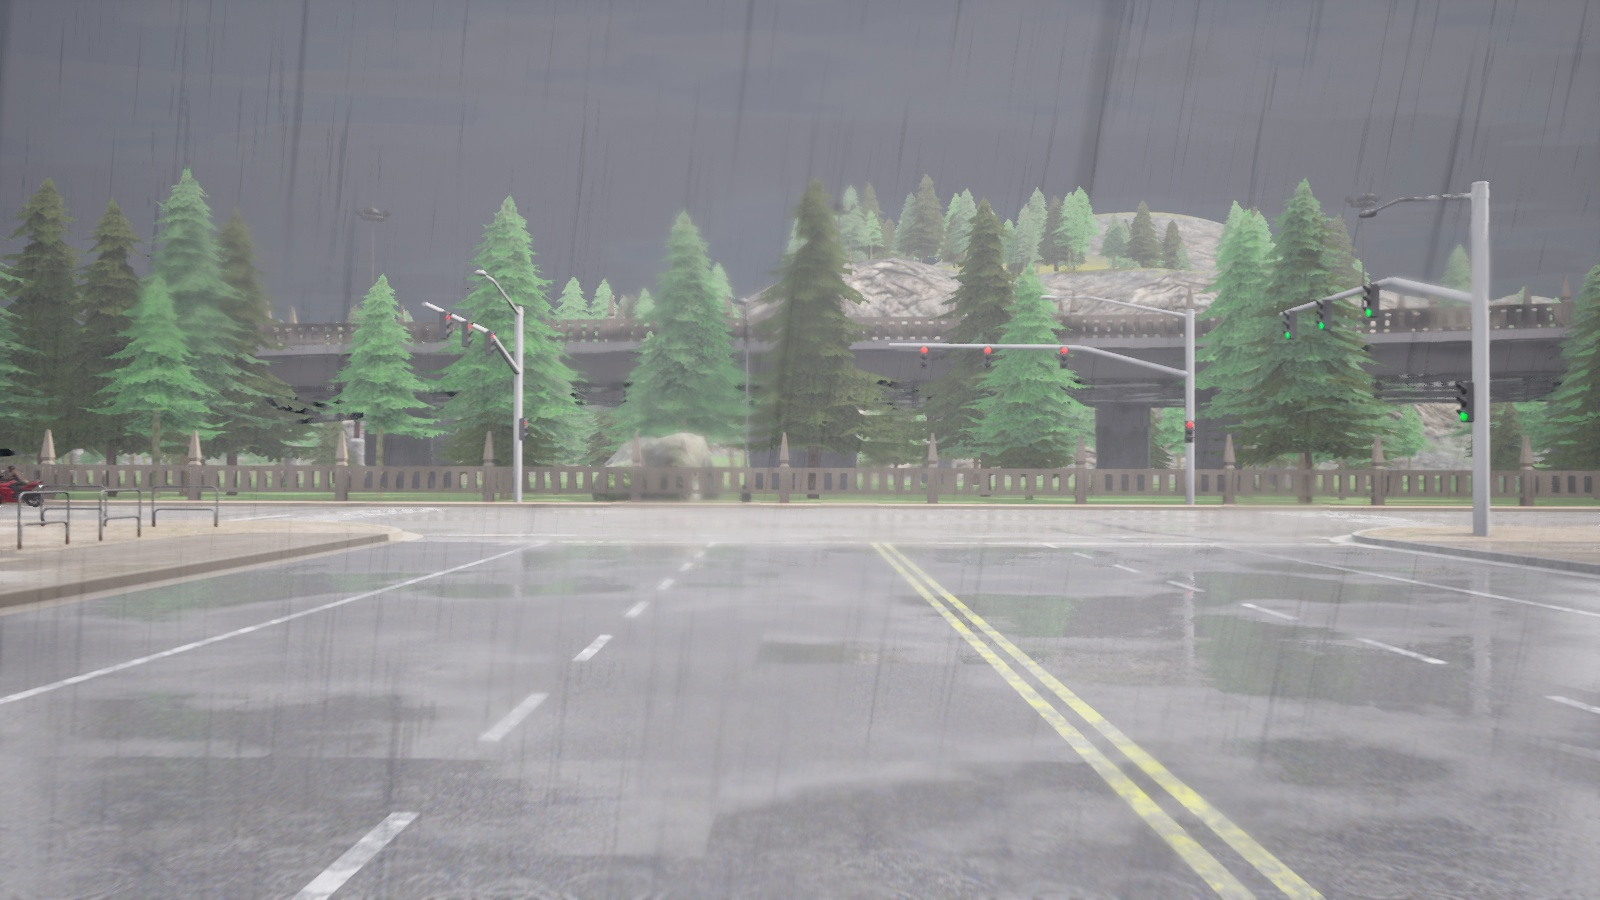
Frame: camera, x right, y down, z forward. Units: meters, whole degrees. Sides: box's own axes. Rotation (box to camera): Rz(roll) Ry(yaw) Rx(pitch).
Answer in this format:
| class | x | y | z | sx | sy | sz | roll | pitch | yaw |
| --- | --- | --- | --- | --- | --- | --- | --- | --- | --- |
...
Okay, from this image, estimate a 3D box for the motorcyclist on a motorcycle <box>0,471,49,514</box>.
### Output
| class | x | y | z | sx | sy | sz | roll | pitch | yaw |
| --- | --- | --- | --- | --- | --- | --- | --- | --- | --- |
| motorcyclist on a motorcycle | -28.204 | 1.534 | 45.056 | 2.044 | 1.523 | 0.797 | 0 | -1 | 1 |
